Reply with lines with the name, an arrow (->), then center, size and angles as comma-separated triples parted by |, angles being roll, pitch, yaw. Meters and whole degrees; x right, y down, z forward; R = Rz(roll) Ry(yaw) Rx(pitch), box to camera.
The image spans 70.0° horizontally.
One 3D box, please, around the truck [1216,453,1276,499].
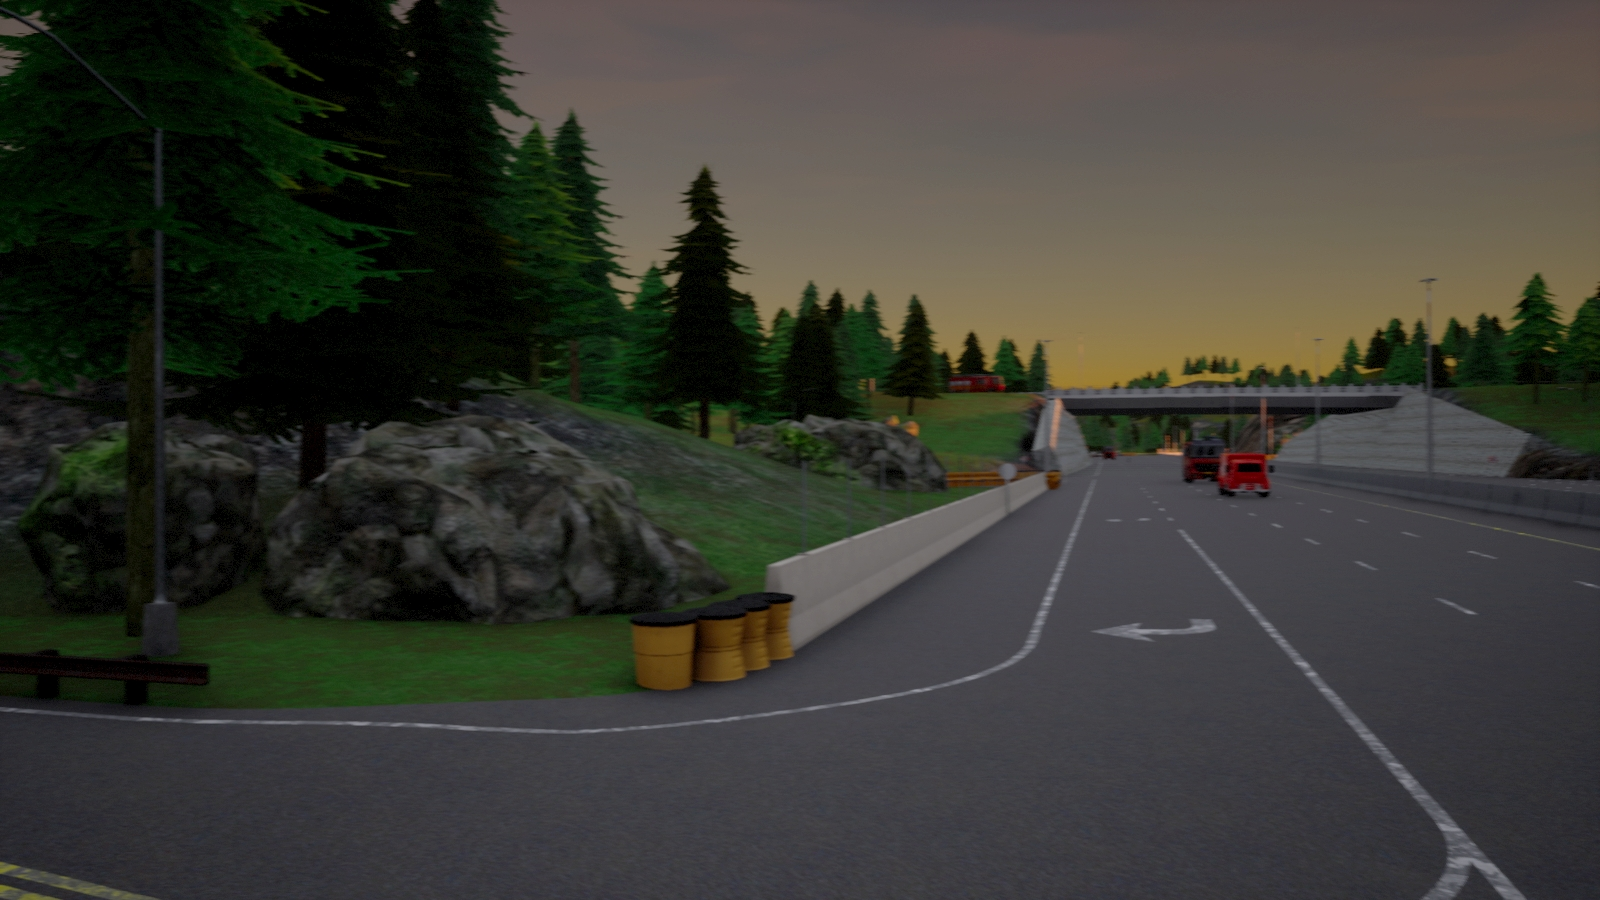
truck -> 25.698, 1.454, 66.013 | 2.627, 2.467, 5.204 | 0, 1, 15
